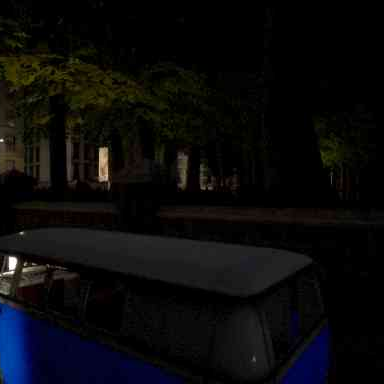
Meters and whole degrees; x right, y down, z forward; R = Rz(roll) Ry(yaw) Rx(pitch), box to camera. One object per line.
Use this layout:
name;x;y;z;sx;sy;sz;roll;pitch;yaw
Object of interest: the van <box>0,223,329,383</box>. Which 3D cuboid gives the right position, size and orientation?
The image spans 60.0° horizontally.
van;-0.719;1.341;3.374;3.998;1.788;1.690;0;0;36
